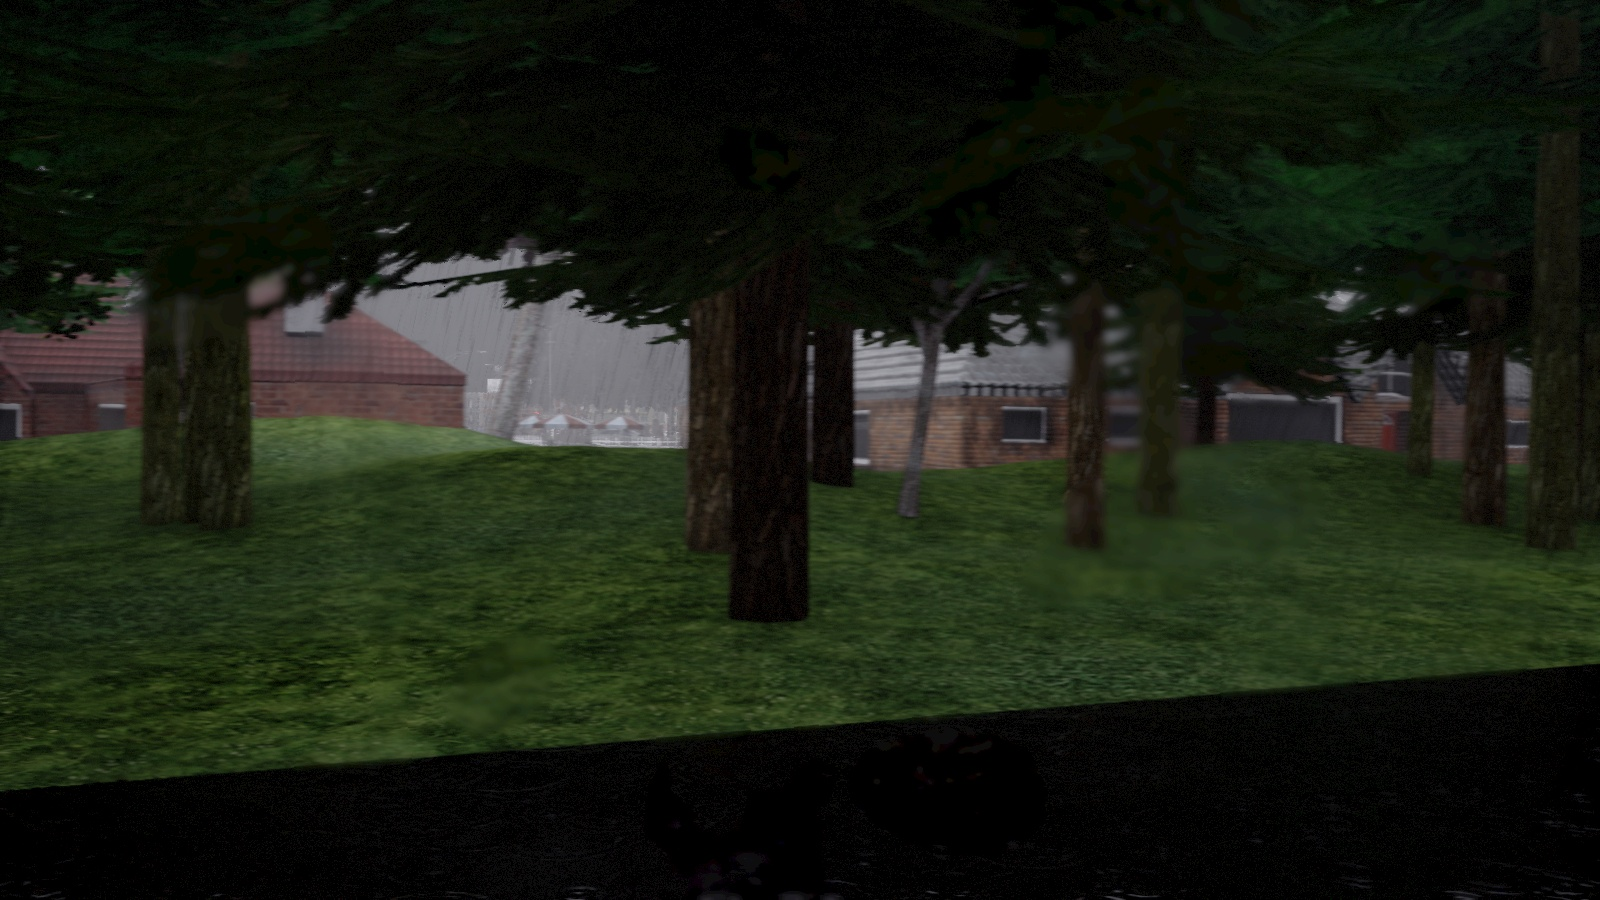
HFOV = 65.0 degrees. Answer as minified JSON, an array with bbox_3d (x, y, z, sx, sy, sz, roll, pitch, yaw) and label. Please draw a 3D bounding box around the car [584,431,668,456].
[{"bbox_3d":[-11.057,-0.430,79.962,4.902,1.511,2.128,0,1,11],"label":"car"}]
